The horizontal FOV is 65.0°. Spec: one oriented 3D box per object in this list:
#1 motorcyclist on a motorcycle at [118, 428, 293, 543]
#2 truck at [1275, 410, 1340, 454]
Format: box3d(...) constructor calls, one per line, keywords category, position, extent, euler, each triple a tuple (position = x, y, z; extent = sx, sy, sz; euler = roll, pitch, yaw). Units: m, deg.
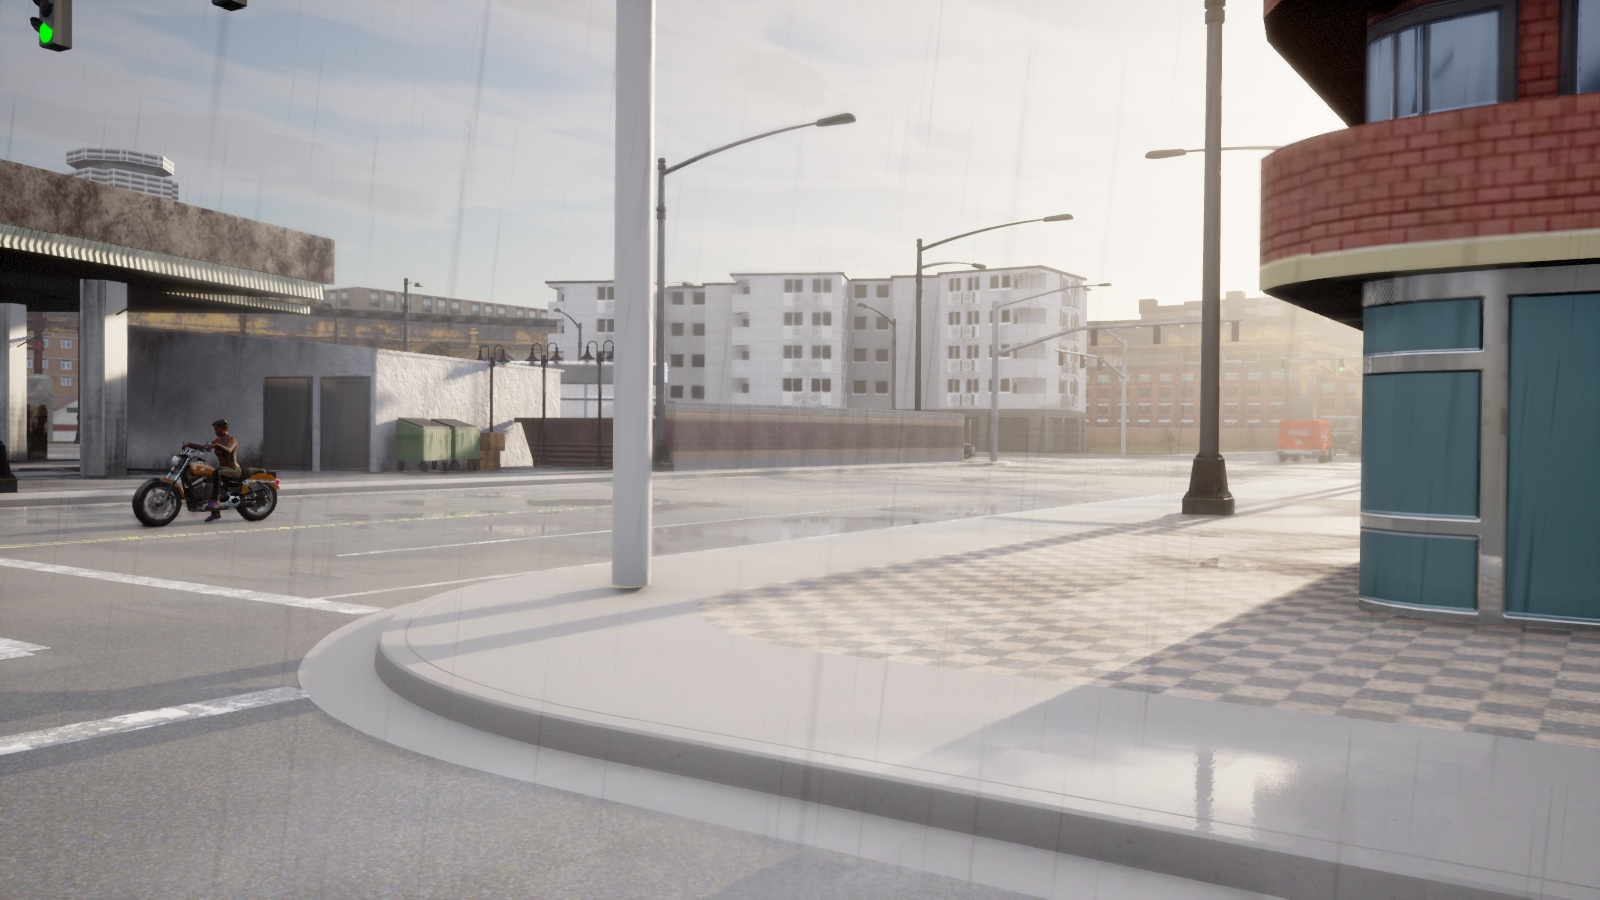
box3d(category="motorcyclist on a motorcycle", position=(-9.084, 0.500, 19.299), extent=(0.766, 1.649, 2.350), euler=(0, 1, 33))
box3d(category="truck", position=(29.647, -1.059, 73.260), extent=(2.627, 2.467, 5.204), euler=(0, 1, 33))
